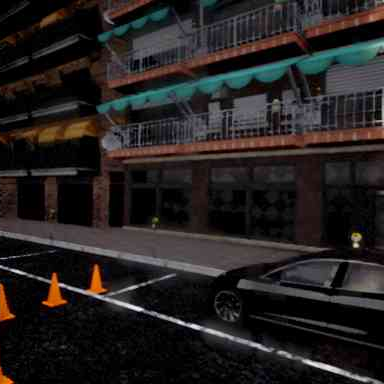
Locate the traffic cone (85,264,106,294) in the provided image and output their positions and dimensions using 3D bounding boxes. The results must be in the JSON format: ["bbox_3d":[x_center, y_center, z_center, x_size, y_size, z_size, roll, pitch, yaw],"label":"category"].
[{"bbox_3d":[-2.136,1.907,7.401,0.340,0.580,0.340,1,0,36],"label":"traffic cone"}]

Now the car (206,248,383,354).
[{"bbox_3d":[2.281,1.586,5.370,4.313,1.339,1.947,1,0,36],"label":"car"}]

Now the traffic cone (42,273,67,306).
[{"bbox_3d":[-2.726,1.901,6.593,0.340,0.580,0.340,1,0,36],"label":"traffic cone"}]

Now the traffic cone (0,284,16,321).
[{"bbox_3d":[-3.315,1.895,5.786,0.340,0.580,0.340,1,0,36],"label":"traffic cone"}]

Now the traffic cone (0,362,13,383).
[{"bbox_3d":[-2.291,1.915,3.799,0.340,0.580,0.340,1,0,36],"label":"traffic cone"}]
